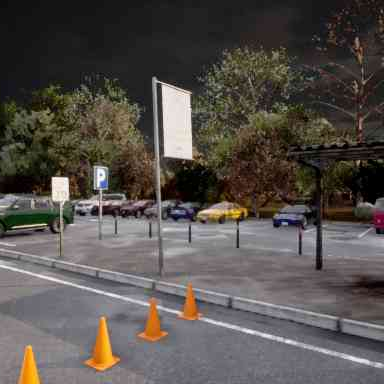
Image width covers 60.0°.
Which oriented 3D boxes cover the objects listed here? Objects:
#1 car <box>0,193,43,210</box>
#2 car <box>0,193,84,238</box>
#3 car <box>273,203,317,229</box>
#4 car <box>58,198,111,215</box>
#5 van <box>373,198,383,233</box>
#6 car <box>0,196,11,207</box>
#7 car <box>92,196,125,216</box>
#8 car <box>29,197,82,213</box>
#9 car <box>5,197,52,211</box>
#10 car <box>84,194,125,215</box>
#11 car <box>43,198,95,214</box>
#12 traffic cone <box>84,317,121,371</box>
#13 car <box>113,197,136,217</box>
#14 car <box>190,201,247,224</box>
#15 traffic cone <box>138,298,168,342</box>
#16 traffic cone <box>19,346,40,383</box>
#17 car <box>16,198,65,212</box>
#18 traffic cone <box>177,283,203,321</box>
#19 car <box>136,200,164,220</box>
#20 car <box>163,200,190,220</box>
[{"bbox_3d":[-22.515,1.153,42.857,2.435,2.045,5.566,0,0,35],"label":"car"},{"bbox_3d":[-8.890,1.221,17.285,2.435,2.045,5.566,0,0,35],"label":"car"},{"bbox_3d":[7.003,1.513,22.097,2.163,1.488,4.792,0,0,35],"label":"car"},{"bbox_3d":[-11.146,1.461,34.889,2.231,1.521,4.892,0,0,35],"label":"car"},{"bbox_3d":[11.627,1.264,19.023,1.878,1.987,4.442,0,0,35],"label":"van"},{"bbox_3d":[-29.204,1.333,47.824,1.946,1.575,5.366,1,0,35],"label":"car"},{"bbox_3d":[-6.600,1.466,31.705,2.097,1.535,5.008,0,0,35],"label":"car"},{"bbox_3d":[-15.580,1.444,38.240,1.946,1.575,5.366,0,0,35],"label":"car"},{"bbox_3d":[-20.214,1.452,41.309,2.163,1.488,4.792,0,0,35],"label":"car"},{"bbox_3d":[-8.889,1.212,33.274,2.435,2.045,5.566,0,0,35],"label":"car"},{"bbox_3d":[-13.418,1.455,36.488,2.097,1.535,5.008,0,0,35],"label":"car"},{"bbox_3d":[-1.182,1.957,4.398,0.340,0.580,0.340,0,0,35],"label":"traffic cone"},{"bbox_3d":[-4.329,1.469,30.108,2.097,1.535,5.008,0,0,35],"label":"car"},{"bbox_3d":[2.372,1.475,25.162,1.946,1.575,5.366,0,0,35],"label":"car"},{"bbox_3d":[-0.607,1.957,5.214,0.340,0.580,0.340,0,0,35],"label":"traffic cone"},{"bbox_3d":[-1.758,1.957,3.582,0.340,0.580,0.340,0,0,35],"label":"traffic cone"},{"bbox_3d":[-17.971,1.469,39.660,2.163,1.488,4.792,0,0,35],"label":"car"},{"bbox_3d":[-0.032,1.957,6.030,0.340,0.580,0.340,0,0,36],"label":"traffic cone"},{"bbox_3d":[-2.058,1.473,28.512,2.231,1.521,4.892,0,0,35],"label":"car"},{"bbox_3d":[0.225,1.504,26.935,2.163,1.488,4.792,0,0,35],"label":"car"}]
